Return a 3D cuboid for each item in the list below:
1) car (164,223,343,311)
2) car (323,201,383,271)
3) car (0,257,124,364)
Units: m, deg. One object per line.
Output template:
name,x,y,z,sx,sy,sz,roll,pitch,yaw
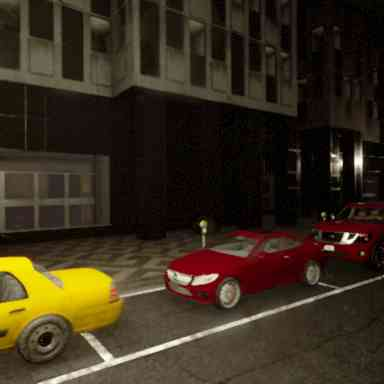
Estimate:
car,1.371,1.548,7.618,4.206,1.307,1.802,0,0,-35
car,5.937,1.246,10.862,5.009,1.841,2.192,0,0,-35
car,-3.335,1.528,4.277,4.829,1.417,1.752,0,0,-35
